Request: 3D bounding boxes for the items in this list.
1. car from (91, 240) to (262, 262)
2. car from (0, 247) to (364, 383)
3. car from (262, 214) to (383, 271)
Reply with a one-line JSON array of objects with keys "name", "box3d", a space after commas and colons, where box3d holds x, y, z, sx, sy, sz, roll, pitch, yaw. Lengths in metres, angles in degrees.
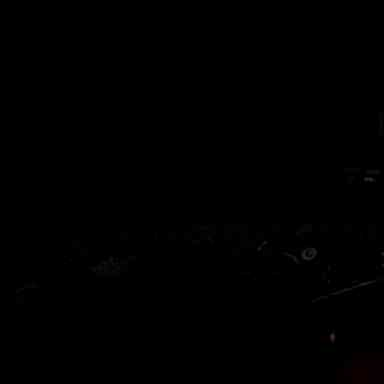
[{"name": "car", "box3d": [-0.913, 1.581, 5.994, 4.206, 1.307, 1.802, 0, 0, -36]}, {"name": "car", "box3d": [-0.899, 1.547, 2.737, 5.357, 1.411, 2.033, 0, 0, -36]}, {"name": "car", "box3d": [3.648, 1.435, 9.247, 4.097, 1.590, 1.967, 0, 0, -36]}]
